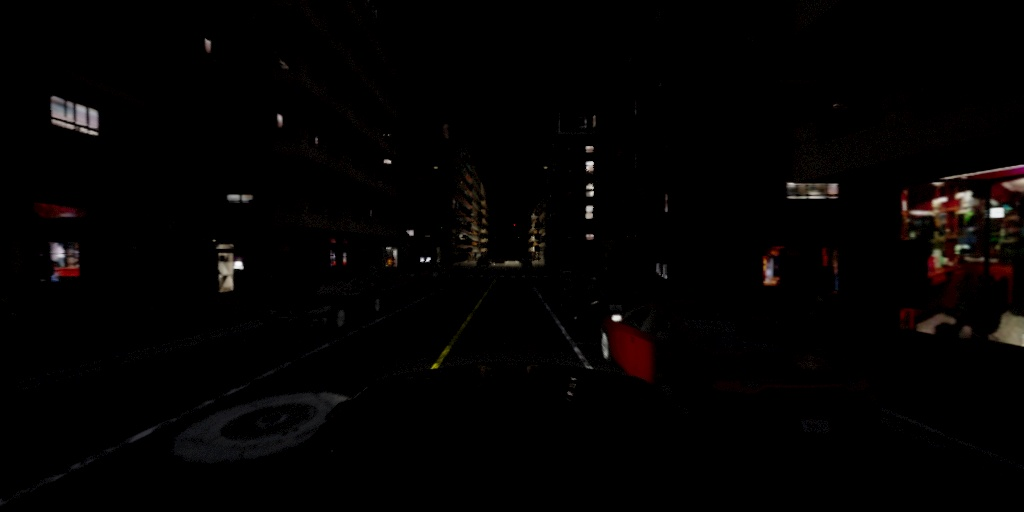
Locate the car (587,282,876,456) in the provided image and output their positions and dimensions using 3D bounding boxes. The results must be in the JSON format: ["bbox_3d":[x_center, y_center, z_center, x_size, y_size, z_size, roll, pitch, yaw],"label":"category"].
[{"bbox_3d":[2.565,1.291,5.251,1.888,1.381,4.507,0,0,0],"label":"car"}]

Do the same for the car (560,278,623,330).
[{"bbox_3d":[2.566,1.304,10.915,1.948,1.339,4.313,0,0,0],"label":"car"}]

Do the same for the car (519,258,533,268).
[{"bbox_3d":[2.570,1.256,60.252,1.802,1.307,4.207,0,0,0],"label":"car"}]

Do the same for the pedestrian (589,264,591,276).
[{"bbox_3d":[7.013,0.858,32.331,0.375,1.860,0.375,-1,1,0],"label":"pedestrian"}]

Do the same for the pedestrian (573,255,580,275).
[{"bbox_3d":[6.013,0.860,33.531,0.375,1.860,0.375,-1,1,0],"label":"pedestrian"}]

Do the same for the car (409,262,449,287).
[{"bbox_3d":[-5.443,1.162,23.873,1.967,1.591,4.097,0,0,0],"label":"car"}]

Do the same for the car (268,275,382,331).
[{"bbox_3d":[-5.315,1.289,10.798,2.007,1.370,4.403,0,0,0],"label":"car"}]
